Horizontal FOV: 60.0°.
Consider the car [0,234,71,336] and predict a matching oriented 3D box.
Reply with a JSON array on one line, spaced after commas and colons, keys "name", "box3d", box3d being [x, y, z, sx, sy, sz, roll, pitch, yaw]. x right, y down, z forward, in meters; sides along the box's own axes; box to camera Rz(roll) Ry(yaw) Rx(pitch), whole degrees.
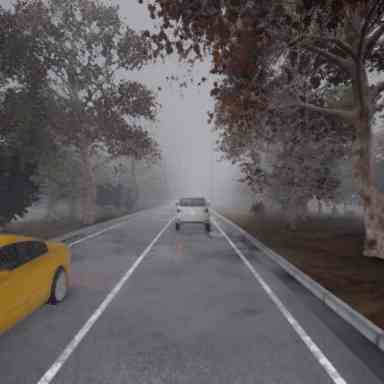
[{"name": "car", "box3d": [-3.593, 1.479, 5.284, 1.882, 1.535, 5.008, 0, 0, 1]}]

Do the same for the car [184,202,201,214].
[{"name": "car", "box3d": [0.106, 1.947, 42.339, 2.033, 1.411, 5.357, 0, -1, 0]}]

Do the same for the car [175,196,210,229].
[{"name": "car", "box3d": [0.051, 1.310, 22.341, 2.150, 2.045, 5.566, 0, 0, 0]}]
